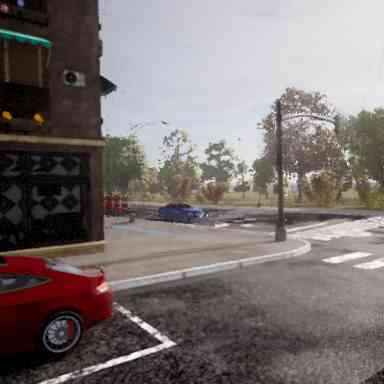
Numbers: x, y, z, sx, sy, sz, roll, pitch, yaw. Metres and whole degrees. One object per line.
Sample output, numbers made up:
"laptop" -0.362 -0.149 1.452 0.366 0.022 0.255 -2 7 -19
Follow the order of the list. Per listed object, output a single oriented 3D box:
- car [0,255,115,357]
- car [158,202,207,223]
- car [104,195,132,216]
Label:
"car" -3.152 1.583 4.446 4.206 1.307 1.802 0 -1 -35
"car" -0.893 1.584 26.657 1.812 1.442 4.674 -2 1 -42
"car" -8.416 1.326 35.063 2.150 2.045 5.566 -2 1 -41
